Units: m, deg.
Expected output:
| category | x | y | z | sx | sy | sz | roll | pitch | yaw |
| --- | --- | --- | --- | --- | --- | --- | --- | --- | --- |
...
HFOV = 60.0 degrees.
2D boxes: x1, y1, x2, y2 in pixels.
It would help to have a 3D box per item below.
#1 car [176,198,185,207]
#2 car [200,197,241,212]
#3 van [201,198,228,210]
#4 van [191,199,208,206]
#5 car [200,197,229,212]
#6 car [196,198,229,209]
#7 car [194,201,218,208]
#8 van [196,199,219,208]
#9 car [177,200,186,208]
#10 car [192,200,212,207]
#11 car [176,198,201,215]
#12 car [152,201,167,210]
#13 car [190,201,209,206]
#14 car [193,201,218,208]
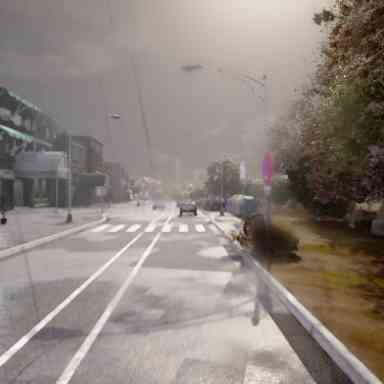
| category | x | y | z | sx | sy | sz | roll | pitch | yaw |
| --- | --- | --- | --- | --- | --- | --- | --- | --- | --- |
| car | -2.979 | 2.728 | 87.234 | 2.150 | 2.045 | 5.566 | 0 | -1 | -4 |
| car | 4.219 | 1.819 | 49.123 | 5.566 | 2.045 | 2.435 | 1 | -2 | -23 |
| van | 3.919 | 2.099 | 58.055 | 4.442 | 1.987 | 1.878 | 1 | -2 | -23 |
| van | 2.029 | 2.970 | 93.593 | 4.442 | 1.987 | 1.878 | 1 | -2 | -24 |
| car | 4.407 | 1.735 | 46.202 | 5.566 | 2.045 | 2.435 | 1 | -2 | -23 |
| car | 3.701 | 2.153 | 60.974 | 5.566 | 2.045 | 2.435 | 1 | -2 | -23 |
| car | 3.125 | 2.745 | 72.795 | 4.792 | 1.488 | 2.163 | 1 | -2 | -23 |
| van | 3.347 | 2.416 | 69.880 | 4.442 | 1.987 | 1.878 | 1 | -2 | -23 |
| car | -2.417 | 2.700 | 77.112 | 2.097 | 1.767 | 4.553 | 0 | -1 | -3 |
| car | 2.462 | 2.872 | 84.633 | 4.553 | 1.767 | 2.185 | 1 | -2 | -23 |
| car | -0.441 | 1.730 | 36.487 | 2.128 | 1.511 | 4.902 | 0 | -2 | -2 |
| car | -5.604 | 2.286 | 56.086 | 1.882 | 1.535 | 5.008 | 0 | -2 | -2 |
| car | 2.124 | 3.170 | 90.569 | 4.674 | 1.452 | 2.002 | 1 | -1 | -24 |
| car | 3.129 | 2.789 | 75.813 | 5.366 | 1.575 | 1.946 | 1 | -2 | -23 |
